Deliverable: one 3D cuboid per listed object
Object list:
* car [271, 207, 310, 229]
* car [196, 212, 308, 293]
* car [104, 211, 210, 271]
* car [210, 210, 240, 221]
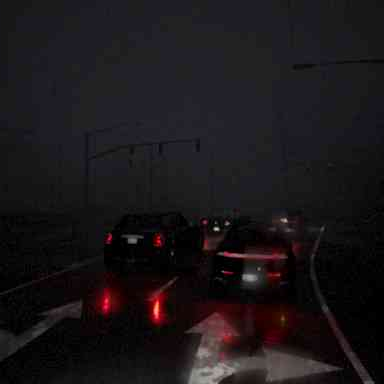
[{"bbox_3d":[5.220,1.610,18.128,1.837,1.490,4.892,0,0,23],"label":"car"},{"bbox_3d":[1.802,1.544,9.112,2.128,1.511,4.902,0,0,15],"label":"car"},{"bbox_3d":[-1.068,1.415,11.518,2.097,1.767,4.553,0,0,17],"label":"car"},{"bbox_3d":[2.177,1.712,19.907,1.895,1.301,4.718,0,0,23],"label":"car"}]
